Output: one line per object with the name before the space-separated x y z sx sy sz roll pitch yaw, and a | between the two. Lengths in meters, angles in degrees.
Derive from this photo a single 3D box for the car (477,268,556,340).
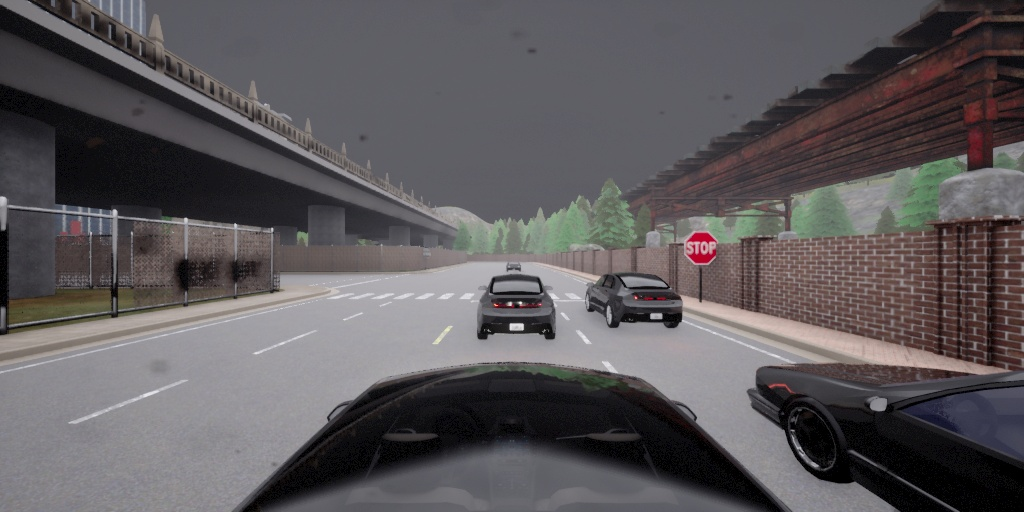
car | 0.103 1.255 9.998 1.837 1.490 4.892 0 0 0

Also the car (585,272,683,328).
car | 3.606 1.255 11.355 1.837 1.490 4.892 0 0 0

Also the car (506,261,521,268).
car | 0.209 1.351 46.282 1.895 1.301 4.718 0 0 -1

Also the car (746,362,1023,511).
car | 3.600 1.297 1.609 2.033 1.411 5.357 0 0 0
